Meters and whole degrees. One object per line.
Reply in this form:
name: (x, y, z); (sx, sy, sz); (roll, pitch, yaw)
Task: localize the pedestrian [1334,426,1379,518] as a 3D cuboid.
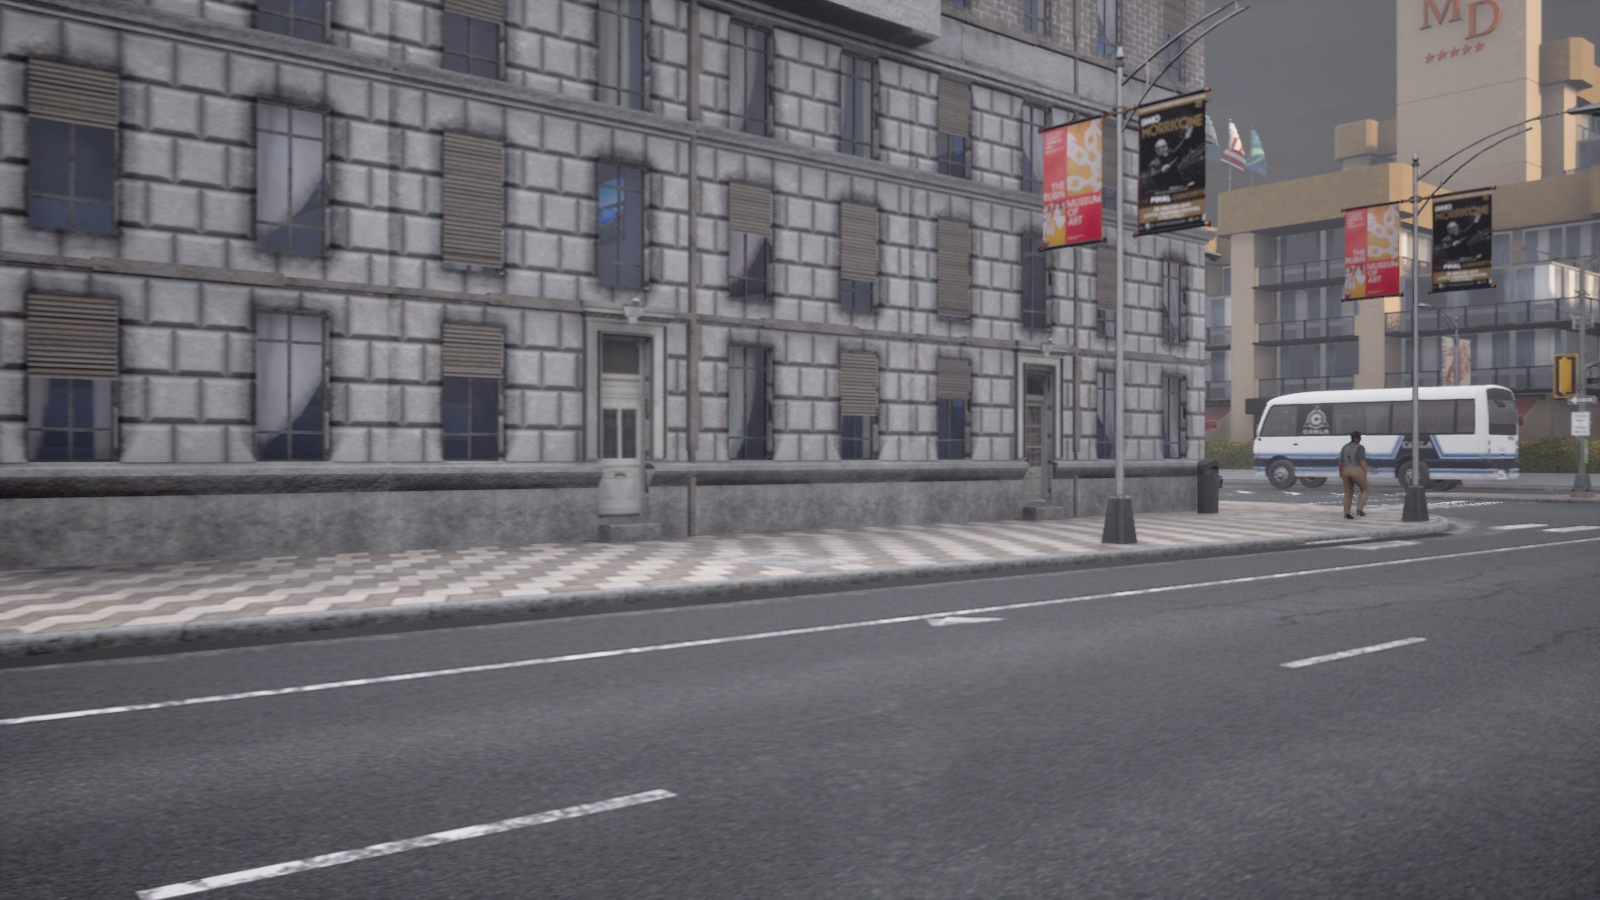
pedestrian: (11.377, 0.451, 25.688); (0.694, 1.848, 0.540); (0, 0, -32)

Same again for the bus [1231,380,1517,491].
bus: (23.959, -0.530, 53.079); (3.944, 4.253, 10.273); (0, 0, -40)
